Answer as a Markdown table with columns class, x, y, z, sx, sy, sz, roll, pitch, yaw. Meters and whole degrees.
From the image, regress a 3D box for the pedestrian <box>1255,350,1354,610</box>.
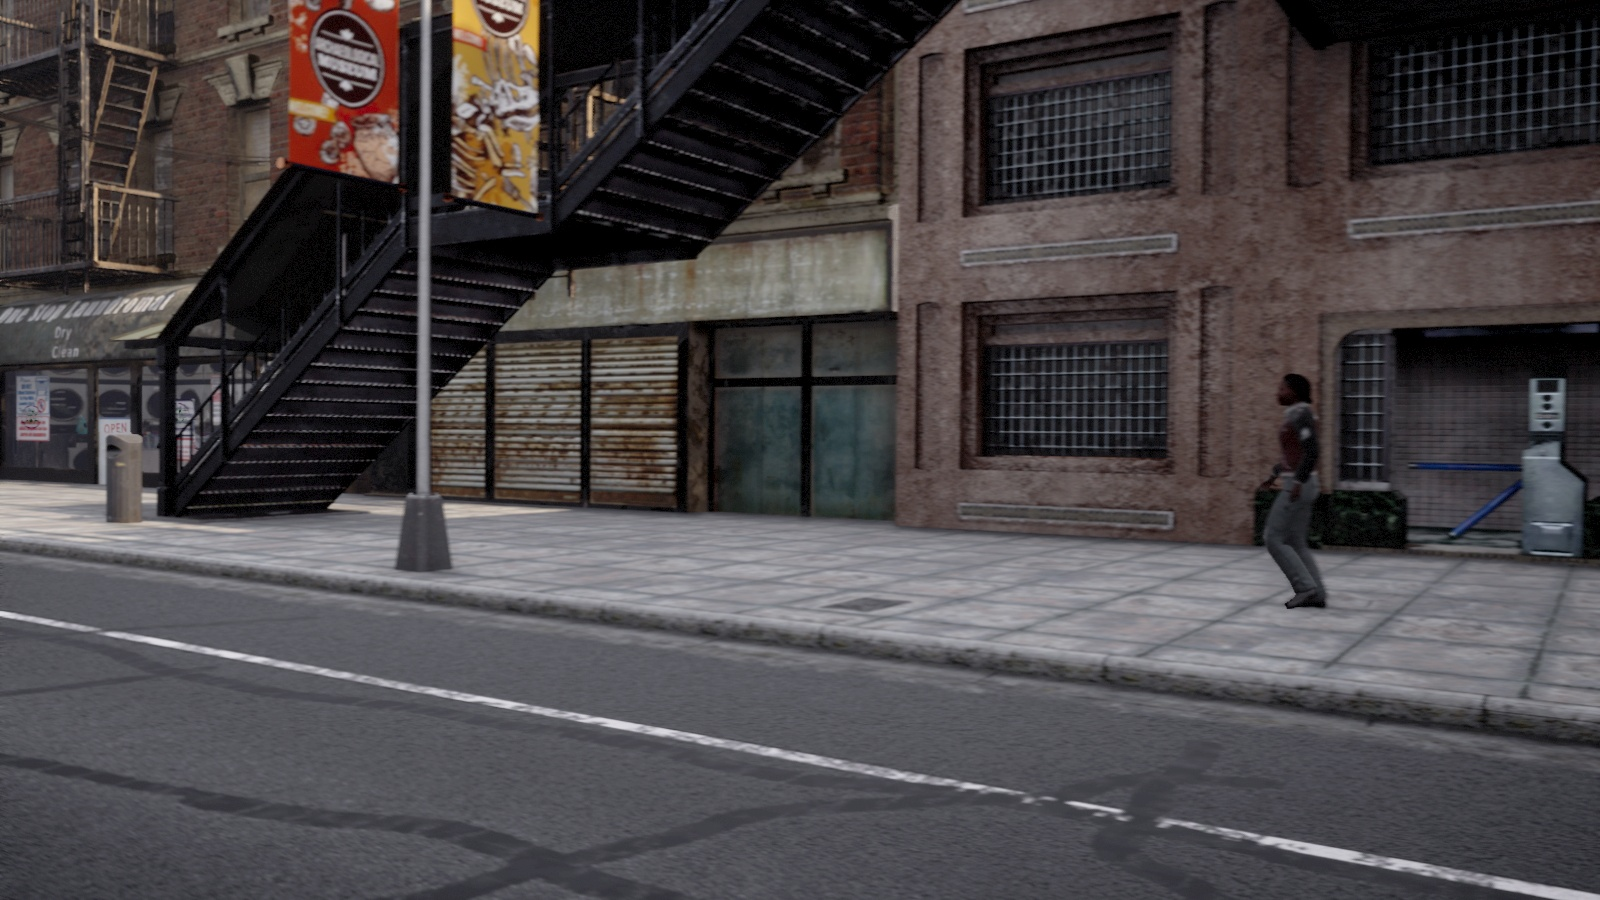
| class | x | y | z | sx | sy | sz | roll | pitch | yaw |
| --- | --- | --- | --- | --- | --- | --- | --- | --- | --- |
| pedestrian | 3.877 | 0.221 | 9.653 | 0.666 | 1.930 | 0.402 | 0 | 1 | 27 |
